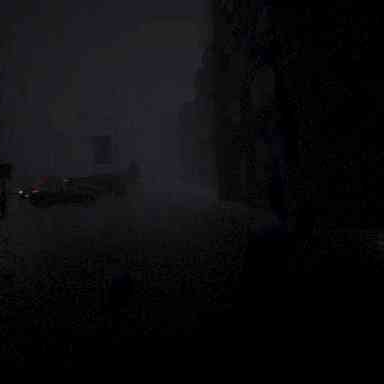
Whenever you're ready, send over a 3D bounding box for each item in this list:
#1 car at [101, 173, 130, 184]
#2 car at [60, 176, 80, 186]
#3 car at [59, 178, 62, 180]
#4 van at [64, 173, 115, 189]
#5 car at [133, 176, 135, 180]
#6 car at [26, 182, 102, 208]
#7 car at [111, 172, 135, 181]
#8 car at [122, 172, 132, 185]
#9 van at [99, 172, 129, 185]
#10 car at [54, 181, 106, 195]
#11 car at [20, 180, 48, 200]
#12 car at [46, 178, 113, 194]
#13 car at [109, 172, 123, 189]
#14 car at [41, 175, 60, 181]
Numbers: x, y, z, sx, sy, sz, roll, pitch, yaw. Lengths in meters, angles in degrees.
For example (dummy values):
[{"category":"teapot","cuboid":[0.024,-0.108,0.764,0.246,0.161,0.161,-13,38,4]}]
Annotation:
[{"category":"car","cuboid":[-13.614,-2.382,59.166,4.553,1.767,2.185,-4,5,-26]},{"category":"car","cuboid":[-21.979,-2.006,60.141,2.128,1.511,4.902,-3,5,-6]},{"category":"car","cuboid":[-17.298,-1.175,48.087,1.812,1.442,4.674,-3,5,-6]},{"category":"van","cuboid":[-10.851,-0.634,35.069,4.442,1.987,1.878,-4,5,-26]},{"category":"car","cuboid":[-14.541,-2.926,68.267,4.792,1.488,2.163,-4,5,-26]},{"category":"car","cuboid":[-9.972,0.295,25.979,4.892,1.521,2.231,-4,5,-26]},{"category":"car","cuboid":[-14.877,-3.311,71.271,4.553,1.767,2.185,-4,5,-26]},{"category":"car","cuboid":[-12.577,-1.814,50.125,5.566,2.045,2.435,-4,5,-26]},{"category":"van","cuboid":[-13.155,-2.258,56.204,4.442,1.987,1.878,-4,5,-26]},{"category":"car","cuboid":[-10.289,0.102,28.998,4.674,1.452,2.002,-4,5,-26]},{"category":"car","cuboid":[-15.671,-0.044,33.354,1.812,1.442,4.674,-3,5,-6]},{"category":"car","cuboid":[-10.787,-0.163,31.931,5.366,1.575,1.946,-4,5,-26]},{"category":"car","cuboid":[-11.307,-0.883,38.015,5.566,2.045,2.435,-4,5,-26]},{"category":"car","cuboid":[-20.862,-1.479,49.758,2.150,2.045,5.566,-3,5,-6]}]
